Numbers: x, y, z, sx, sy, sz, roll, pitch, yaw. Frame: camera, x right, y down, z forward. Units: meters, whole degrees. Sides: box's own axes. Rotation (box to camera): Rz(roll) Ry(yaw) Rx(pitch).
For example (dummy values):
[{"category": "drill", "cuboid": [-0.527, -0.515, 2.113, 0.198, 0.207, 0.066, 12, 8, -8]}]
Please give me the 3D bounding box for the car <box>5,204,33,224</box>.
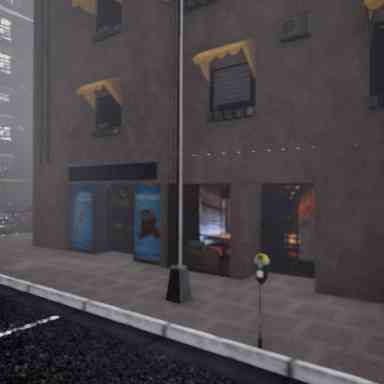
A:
[{"category": "car", "cuboid": [-12.169, 1.603, 26.255, 1.812, 1.442, 4.674, 1, 0, 35]}]
